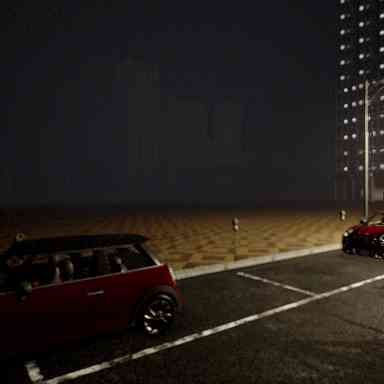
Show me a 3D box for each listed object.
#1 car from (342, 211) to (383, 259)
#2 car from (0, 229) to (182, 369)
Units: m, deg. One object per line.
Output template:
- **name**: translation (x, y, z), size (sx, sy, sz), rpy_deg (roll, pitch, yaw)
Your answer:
- **car**: translation (7.008, 1.365, 11.543), size (4.097, 1.590, 1.967), rpy_deg (0, 1, -35)
- **car**: translation (-2.253, 1.435, 4.944), size (4.097, 1.590, 1.967), rpy_deg (0, 1, -35)
